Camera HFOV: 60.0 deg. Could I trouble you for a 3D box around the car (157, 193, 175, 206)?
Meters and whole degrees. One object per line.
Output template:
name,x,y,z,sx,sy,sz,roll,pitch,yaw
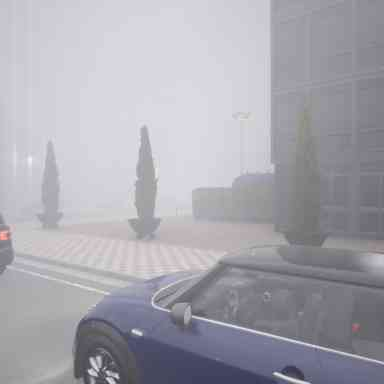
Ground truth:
car,-4.982,1.221,54.013,2.150,2.045,5.566,0,0,35

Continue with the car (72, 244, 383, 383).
car,0.827,1.352,3.404,4.553,1.767,2.097,0,0,36

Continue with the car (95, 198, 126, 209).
car,-11.073,1.564,45.336,1.994,1.385,4.181,0,0,35

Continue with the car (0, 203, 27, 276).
car,-7.033,1.222,8.995,5.566,2.045,2.150,0,0,36

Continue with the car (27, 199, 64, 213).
car,-16.776,1.491,37.202,2.128,1.511,4.902,0,0,35
